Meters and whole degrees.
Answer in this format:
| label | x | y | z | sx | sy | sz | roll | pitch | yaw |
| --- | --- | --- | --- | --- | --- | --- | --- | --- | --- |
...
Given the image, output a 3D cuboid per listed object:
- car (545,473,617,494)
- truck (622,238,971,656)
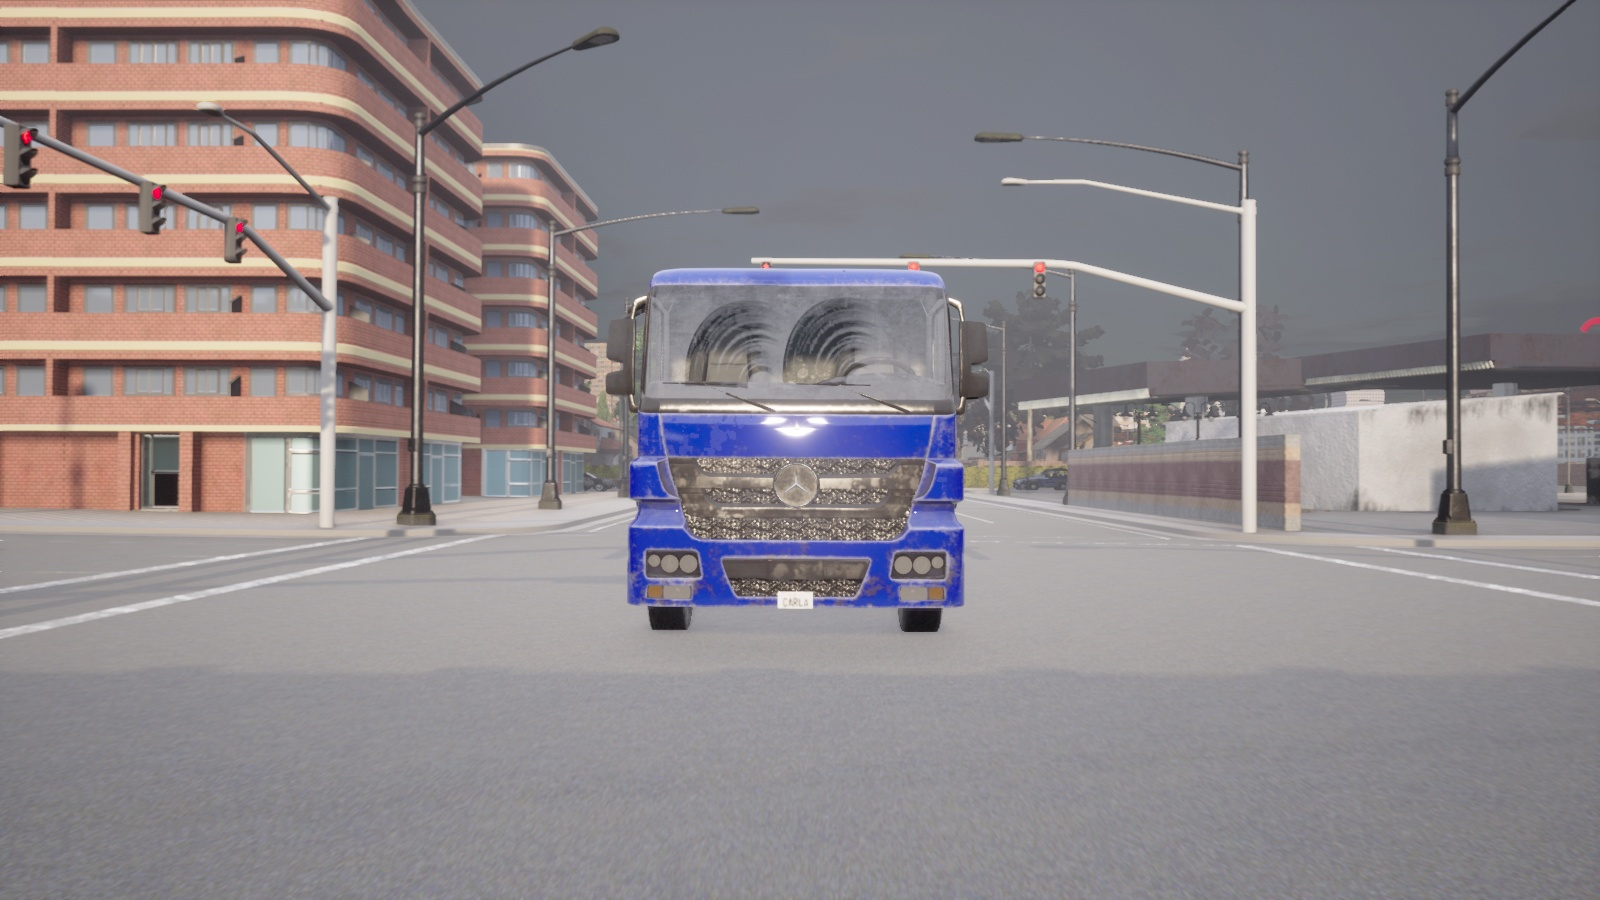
| label | x | y | z | sx | sy | sz | roll | pitch | yaw |
| --- | --- | --- | --- | --- | --- | --- | --- | --- | --- |
| car | -15.840 | 2.409 | 91.156 | 4.892 | 1.490 | 1.837 | 0 | -1 | 1 |
| truck | -0.040 | 0.040 | 14.378 | 2.891 | 3.462 | 7.936 | 0 | -1 | 0 |
